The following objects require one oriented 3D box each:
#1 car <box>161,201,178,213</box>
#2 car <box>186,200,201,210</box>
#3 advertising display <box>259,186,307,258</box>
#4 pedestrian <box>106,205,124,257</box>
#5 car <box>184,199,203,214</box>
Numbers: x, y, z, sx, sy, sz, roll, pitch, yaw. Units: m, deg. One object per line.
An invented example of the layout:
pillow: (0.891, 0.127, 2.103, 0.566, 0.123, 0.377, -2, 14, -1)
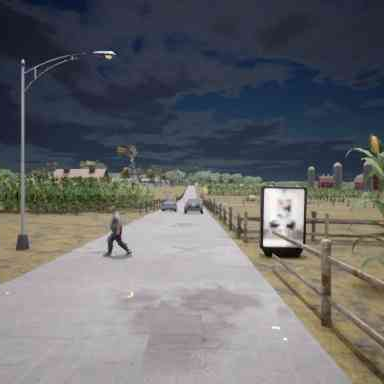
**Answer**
car: (-2.744, 1.780, 41.146, 2.033, 1.411, 5.357, 0, -1, 0)
car: (0.189, 1.868, 48.906, 2.033, 1.411, 5.357, 0, -1, 0)
advertising display: (3.180, 1.037, 11.650, 1.540, 2.440, 0.280, 1, 1, 0)
pedestrian: (-2.631, 1.304, 11.341, 0.375, 1.860, 0.375, -1, 1, -10)
car: (0.190, 1.563, 39.128, 2.097, 1.767, 4.553, 0, -1, 0)
